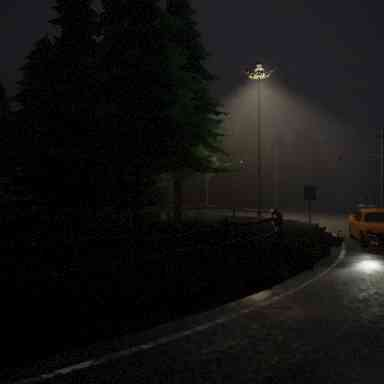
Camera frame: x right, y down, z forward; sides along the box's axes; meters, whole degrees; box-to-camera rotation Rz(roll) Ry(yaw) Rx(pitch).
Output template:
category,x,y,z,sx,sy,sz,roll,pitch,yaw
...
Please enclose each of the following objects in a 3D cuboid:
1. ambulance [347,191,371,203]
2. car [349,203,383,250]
category,x,y,z,sx,sy,sz,roll,pitch,yaw
ambulance,30.373,0.996,60.427,2.351,2.431,6.366,0,0,9
car,7.986,1.473,14.208,1.882,1.535,5.008,1,0,18
